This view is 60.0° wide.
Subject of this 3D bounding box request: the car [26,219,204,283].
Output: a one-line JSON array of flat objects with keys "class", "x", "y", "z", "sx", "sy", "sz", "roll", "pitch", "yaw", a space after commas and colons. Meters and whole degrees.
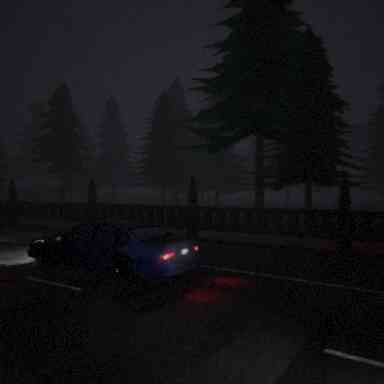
[{"class": "car", "x": -2.331, "y": 1.500, "z": 9.441, "sx": 5.357, "sy": 1.411, "sz": 2.033, "roll": 0, "pitch": 0, "yaw": 31}]
